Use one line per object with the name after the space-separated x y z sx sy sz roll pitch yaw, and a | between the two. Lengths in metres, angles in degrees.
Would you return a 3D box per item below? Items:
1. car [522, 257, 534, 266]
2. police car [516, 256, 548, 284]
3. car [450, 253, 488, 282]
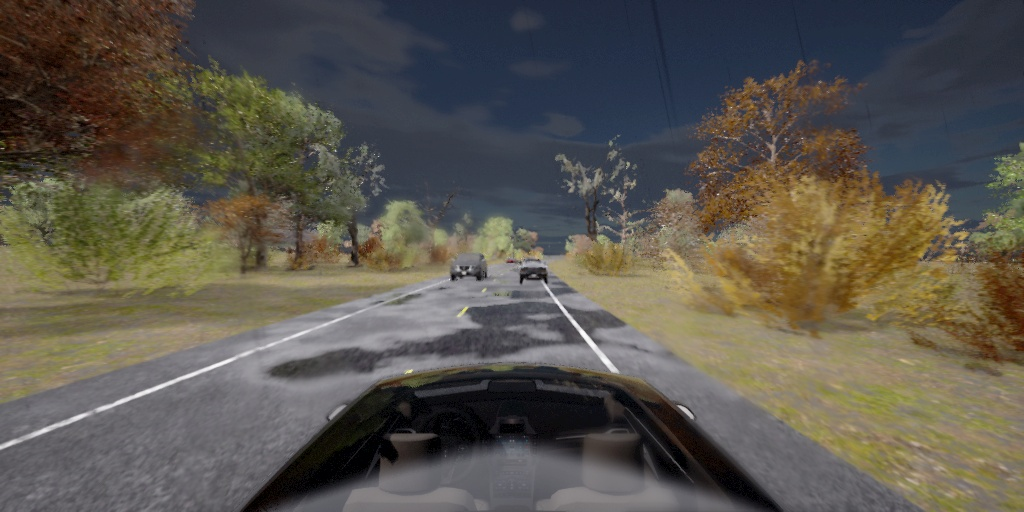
2.786 0.895 61.383 1.837 1.490 4.892 0 0 6 | car
1.460 1.006 25.087 1.930 1.638 5.238 0 0 2 | police car
-3.091 0.780 26.752 2.150 2.045 5.566 0 0 3 | car
